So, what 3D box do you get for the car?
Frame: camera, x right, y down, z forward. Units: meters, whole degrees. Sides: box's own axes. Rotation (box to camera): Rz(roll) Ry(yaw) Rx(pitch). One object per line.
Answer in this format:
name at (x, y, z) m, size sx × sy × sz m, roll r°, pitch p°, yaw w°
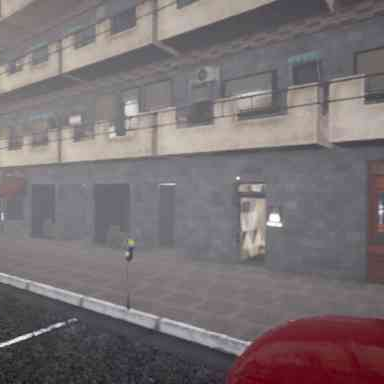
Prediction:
car at (2.381, 1.307, 1.160) m, size 5.009 × 1.841 × 2.192 m, roll 0°, pitch 1°, yaw 35°
